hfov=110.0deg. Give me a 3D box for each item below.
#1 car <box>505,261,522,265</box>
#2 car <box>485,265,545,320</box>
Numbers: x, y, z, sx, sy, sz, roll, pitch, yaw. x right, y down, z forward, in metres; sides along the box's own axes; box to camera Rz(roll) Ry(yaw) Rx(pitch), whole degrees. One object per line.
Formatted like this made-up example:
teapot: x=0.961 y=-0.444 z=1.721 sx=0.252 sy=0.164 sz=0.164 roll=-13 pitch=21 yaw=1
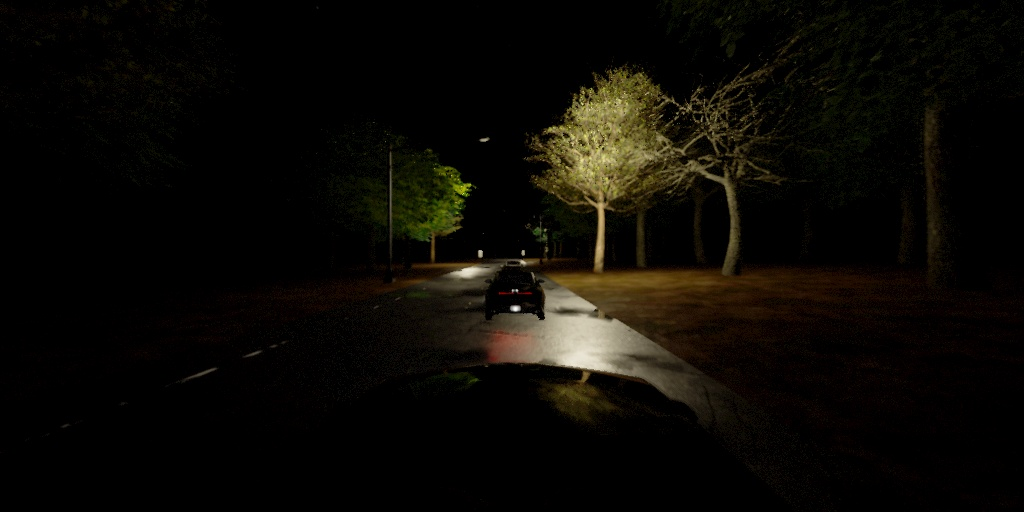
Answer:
car: x=0.102 y=1.180 z=30.665 sx=1.837 sy=1.490 sz=4.892 roll=0 pitch=0 yaw=0
car: x=0.101 y=1.238 z=12.629 sx=1.837 sy=1.490 sz=4.892 roll=0 pitch=0 yaw=0
